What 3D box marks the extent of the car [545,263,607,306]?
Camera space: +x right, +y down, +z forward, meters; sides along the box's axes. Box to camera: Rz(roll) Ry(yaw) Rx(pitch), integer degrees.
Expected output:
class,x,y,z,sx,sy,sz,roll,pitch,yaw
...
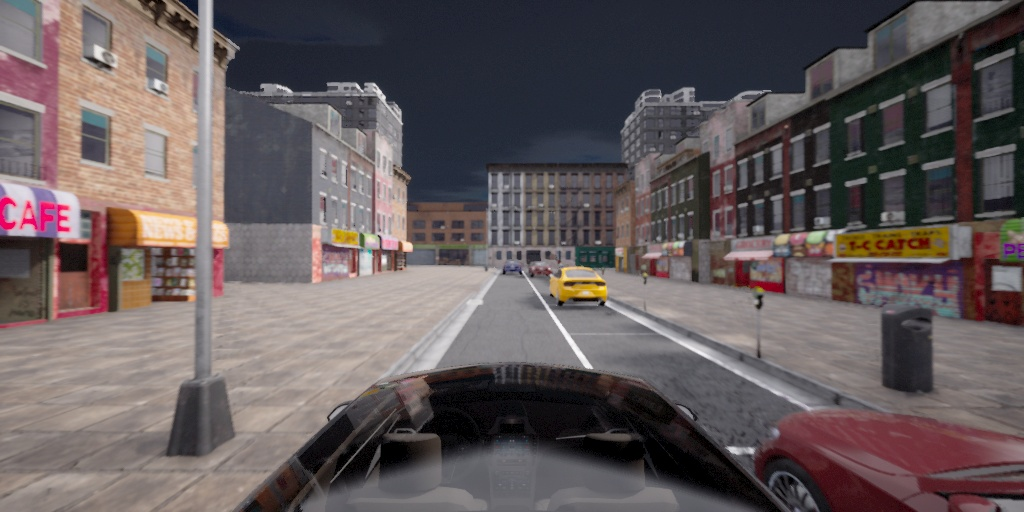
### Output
class,x,y,z,sx,sy,sz,roll,pitch,yaw
car,2.742,1.219,15.777,1.882,1.535,5.008,0,0,0

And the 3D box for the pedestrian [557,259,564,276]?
class,x,y,z,sx,sy,sz,roll,pitch,yaw
pedestrian,2.534,1.033,18.789,0.375,1.860,0.375,0,0,0

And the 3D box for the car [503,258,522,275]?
class,x,y,z,sx,sy,sz,roll,pitch,yaw
car,0.054,1.090,39.464,2.097,1.767,4.553,0,0,0

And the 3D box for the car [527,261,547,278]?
class,x,y,z,sx,sy,sz,roll,pitch,yaw
car,2.621,1.177,33.961,1.967,1.591,4.097,0,0,0

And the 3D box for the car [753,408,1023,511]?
class,x,y,z,sx,sy,sz,roll,pitch,yaw
car,2.639,1.333,0.940,1.802,1.307,4.207,0,0,0
